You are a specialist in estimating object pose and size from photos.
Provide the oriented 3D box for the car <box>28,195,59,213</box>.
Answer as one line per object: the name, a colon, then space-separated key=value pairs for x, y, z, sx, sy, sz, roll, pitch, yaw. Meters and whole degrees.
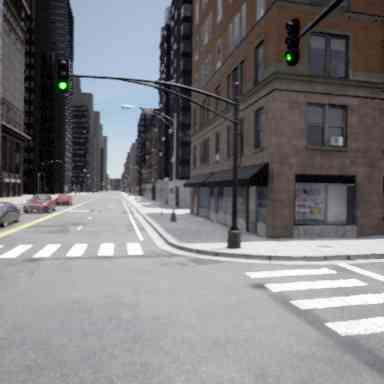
car: x=-14.305 y=1.040 z=31.417 sx=2.097 sy=1.767 sz=4.553 roll=1 pitch=0 yaw=-13

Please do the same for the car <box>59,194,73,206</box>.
car: x=-17.256 y=1.085 z=44.765 sx=1.882 sy=1.535 sz=5.008 roll=1 pitch=1 yaw=-12

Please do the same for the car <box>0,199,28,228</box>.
car: x=-11.872 y=1.303 z=20.304 sx=2.033 sy=1.411 sz=5.357 roll=1 pitch=0 yaw=-15
